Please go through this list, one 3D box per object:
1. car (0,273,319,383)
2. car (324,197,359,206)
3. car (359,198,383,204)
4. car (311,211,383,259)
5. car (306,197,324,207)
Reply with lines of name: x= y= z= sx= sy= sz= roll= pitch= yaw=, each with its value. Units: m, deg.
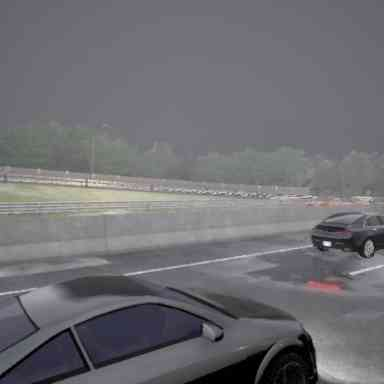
car: x=-0.656 y=1.565 z=3.280 sx=4.181 sy=1.385 sz=1.994 roll=0 pitch=0 yaw=-35
car: x=17.677 y=1.393 z=38.087 sx=4.553 sy=1.767 sz=2.097 roll=0 pitch=0 yaw=-35
car: x=20.449 y=1.395 z=35.765 sx=4.553 sy=1.767 sz=2.097 roll=0 pitch=0 yaw=-35
car: x=6.570 y=1.511 z=12.733 sx=4.892 sy=1.490 sz=1.837 roll=0 pitch=0 yaw=-35
car: x=16.180 y=1.396 z=41.317 sx=4.553 sy=1.767 sz=2.097 roll=0 pitch=0 yaw=-35
